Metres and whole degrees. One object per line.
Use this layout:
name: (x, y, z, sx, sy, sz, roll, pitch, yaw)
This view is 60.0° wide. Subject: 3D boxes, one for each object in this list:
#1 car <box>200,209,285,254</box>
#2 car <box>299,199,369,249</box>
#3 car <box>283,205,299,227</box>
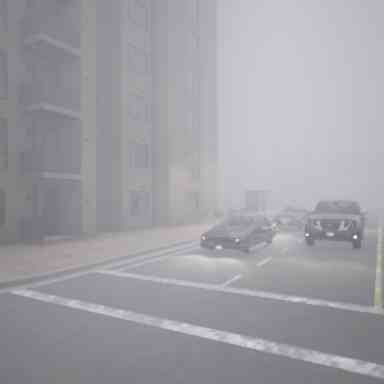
car: (2.315, 1.698, 14.745, 2.033, 1.411, 5.357, -1, -1, 30)
car: (6.860, 1.348, 15.657, 2.150, 2.045, 5.566, -1, -1, 30)
car: (7.106, 1.699, 23.127, 2.128, 1.511, 4.902, -1, -1, 30)
